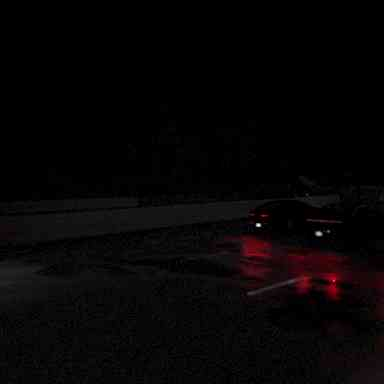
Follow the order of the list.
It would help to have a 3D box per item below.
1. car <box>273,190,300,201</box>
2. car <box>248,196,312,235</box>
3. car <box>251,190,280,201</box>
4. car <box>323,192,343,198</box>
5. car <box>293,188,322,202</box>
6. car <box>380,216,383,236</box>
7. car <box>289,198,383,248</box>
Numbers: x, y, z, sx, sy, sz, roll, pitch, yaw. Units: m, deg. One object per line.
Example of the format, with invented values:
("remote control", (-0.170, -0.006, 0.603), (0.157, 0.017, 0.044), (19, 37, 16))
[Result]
("car", (14.076, 0.476, 49.215), (1.837, 1.490, 4.892), (0, 1, 43))
("car", (4.848, 1.159, 16.400), (4.892, 1.490, 1.837), (-2, 1, -39))
("car", (11.449, 0.537, 51.525), (2.033, 1.411, 5.357), (0, 1, 43))
("car", (17.876, 0.473, 43.068), (2.128, 1.511, 4.902), (0, 1, 44))
("car", (16.029, 0.324, 46.202), (2.097, 1.767, 4.553), (0, 1, 43))
("car", (7.491, 1.303, 9.520), (4.718, 1.301, 1.895), (-2, 1, -38))
("car", (6.289, 1.165, 13.075), (4.902, 1.511, 2.128), (-2, 1, -39))
